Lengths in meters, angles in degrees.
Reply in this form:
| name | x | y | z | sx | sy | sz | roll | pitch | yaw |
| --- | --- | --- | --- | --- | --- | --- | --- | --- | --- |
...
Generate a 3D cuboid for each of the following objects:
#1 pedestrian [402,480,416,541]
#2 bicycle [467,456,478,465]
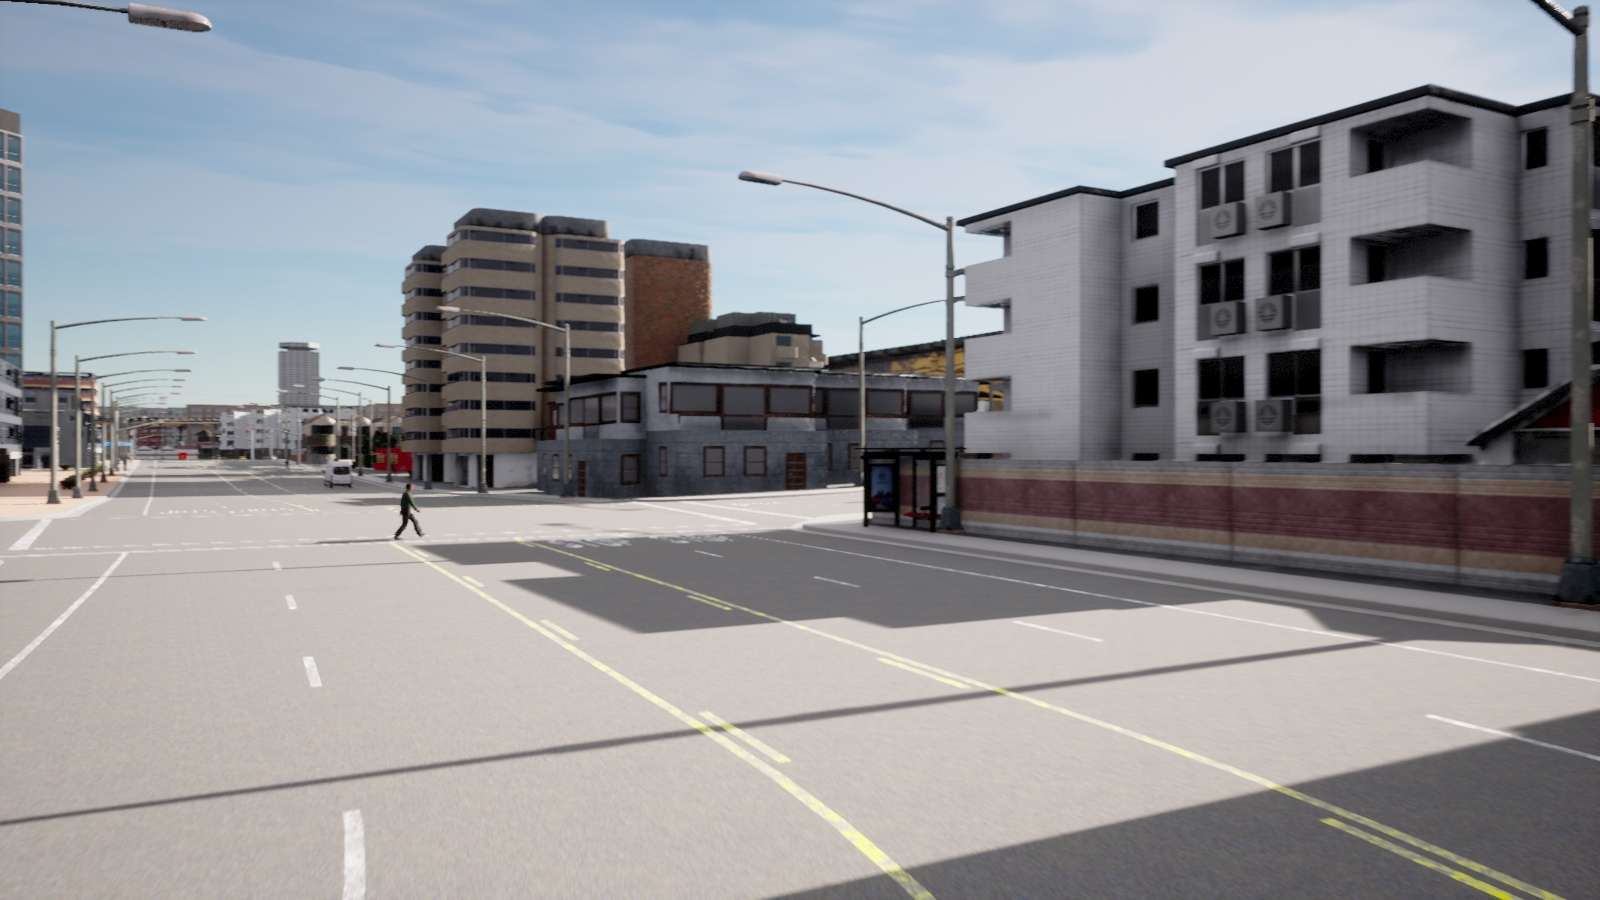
| name | x | y | z | sx | sy | sz | roll | pitch | yaw |
| --- | --- | --- | --- | --- | --- | --- | --- | --- | --- |
| pedestrian | -12.102 | 1.859 | 35.376 | 0.375 | 1.860 | 0.375 | 0 | 0 | -28 |
| bicycle | -50.679 | 1.622 | 176.744 | 0.859 | 1.301 | 1.487 | 0 | 1 | 43 |
